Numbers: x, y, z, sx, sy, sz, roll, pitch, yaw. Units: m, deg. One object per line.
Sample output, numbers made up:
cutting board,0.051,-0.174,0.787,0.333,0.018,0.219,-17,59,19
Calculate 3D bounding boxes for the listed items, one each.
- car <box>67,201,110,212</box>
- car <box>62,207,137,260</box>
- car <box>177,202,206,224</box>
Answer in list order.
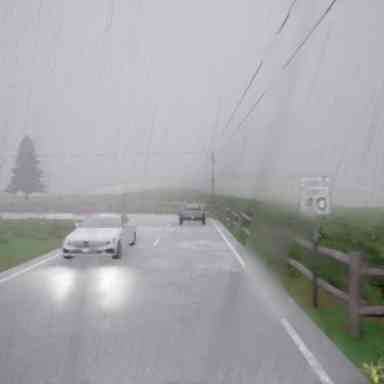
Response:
car,-10.293,1.572,33.266,4.181,1.385,1.994,0,0,9
car,-3.271,1.529,12.598,1.812,1.442,4.674,0,0,0
car,-0.060,1.495,24.461,2.128,1.511,4.902,0,0,-3
